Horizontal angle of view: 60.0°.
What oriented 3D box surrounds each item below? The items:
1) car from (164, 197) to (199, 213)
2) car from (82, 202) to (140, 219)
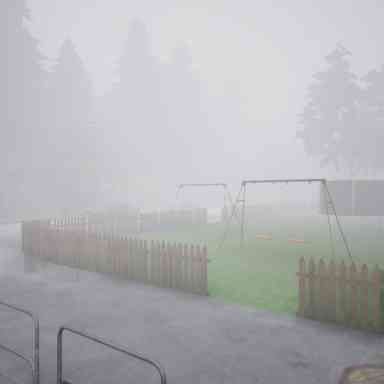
[{"bbox_3d":[-1.125,1.353,37.160,2.097,1.767,4.553,0,0,36],"label":"car"},{"bbox_3d":[-6.896,1.547,29.062,2.033,1.411,5.357,0,0,35],"label":"car"}]
